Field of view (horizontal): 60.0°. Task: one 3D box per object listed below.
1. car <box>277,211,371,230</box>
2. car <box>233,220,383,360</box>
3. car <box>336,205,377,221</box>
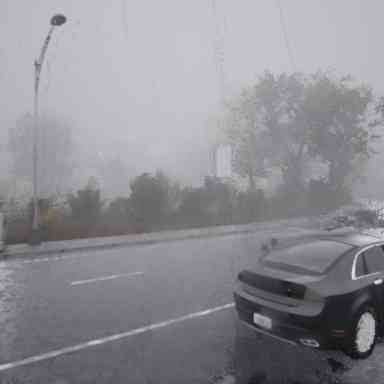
[{"bbox_3d":[4.369,1.575,11.935,4.181,1.385,1.994,0,0,-39],"label":"car"},{"bbox_3d":[2.889,1.511,6.023,4.892,1.490,1.837,0,0,-37],"label":"car"},{"bbox_3d":[10.790,1.578,22.310,4.181,1.385,1.994,0,0,-45],"label":"car"}]
